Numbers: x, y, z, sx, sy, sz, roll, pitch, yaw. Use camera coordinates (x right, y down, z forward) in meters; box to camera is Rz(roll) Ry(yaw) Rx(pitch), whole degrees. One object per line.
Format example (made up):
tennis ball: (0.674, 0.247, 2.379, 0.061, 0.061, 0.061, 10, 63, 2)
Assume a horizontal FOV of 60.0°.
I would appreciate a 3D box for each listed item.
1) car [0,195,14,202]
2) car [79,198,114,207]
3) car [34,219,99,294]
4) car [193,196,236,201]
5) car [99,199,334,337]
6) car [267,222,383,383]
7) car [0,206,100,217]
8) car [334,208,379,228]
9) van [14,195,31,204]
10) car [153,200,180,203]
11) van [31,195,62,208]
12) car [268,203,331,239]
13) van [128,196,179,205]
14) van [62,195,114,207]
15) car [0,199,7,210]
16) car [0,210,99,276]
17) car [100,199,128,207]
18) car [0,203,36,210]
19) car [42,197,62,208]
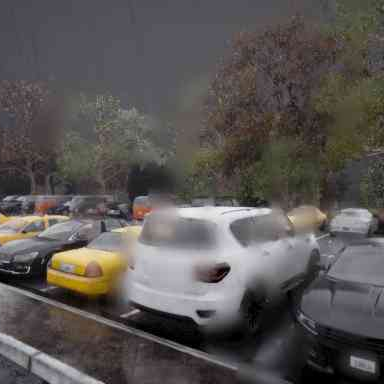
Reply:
car: (-18.198, 1.332, 37.281, 2.435, 2.045, 5.566, 0, 0, 36)
car: (-6.948, 1.548, 29.204, 2.163, 1.488, 4.792, 0, 0, 36)
car: (-1.089, 1.559, 9.003, 1.946, 1.575, 5.366, 0, 0, 36)
car: (2.021, 1.285, 22.707, 2.435, 2.045, 5.566, 0, 0, 36)
car: (1.068, 1.320, 7.247, 2.435, 2.045, 5.566, 0, 0, 36)
car: (3.302, 1.580, 5.600, 2.097, 1.535, 5.008, 0, 0, 36)
car: (-5.803, 1.540, 11.960, 1.946, 1.575, 5.366, 0, 0, 36)
car: (8.731, 1.604, 17.808, 2.002, 1.452, 4.674, 0, 0, 36)
van: (-16.007, 1.343, 35.584, 1.878, 1.987, 4.442, 0, 0, 36)
car: (-0.256, 1.556, 24.286, 2.163, 1.488, 4.792, 0, 0, 36)
van: (-13.627, 1.328, 34.148, 1.878, 1.987, 4.442, 0, 0, 36)
car: (6.381, 1.552, 19.285, 1.946, 1.575, 5.366, 0, 0, 36)
van: (-2.515, 1.293, 26.101, 1.878, 1.987, 4.442, 0, 0, 36)
van: (-9.259, 1.301, 30.707, 1.878, 1.987, 4.442, 0, 0, 36)
car: (-27.255, 1.683, 43.878, 2.002, 1.452, 4.674, 0, 0, 36)
car: (-3.443, 1.554, 10.487, 2.231, 1.521, 4.892, 0, 0, 36)
car: (-4.811, 1.546, 27.655, 2.163, 1.488, 4.792, 0, 0, 36)
car: (-10.398, 1.524, 15.287, 1.946, 1.575, 5.366, 0, 0, 36)
car: (-11.448, 1.539, 32.433, 2.097, 1.535, 5.008, 0, 0, 36)
